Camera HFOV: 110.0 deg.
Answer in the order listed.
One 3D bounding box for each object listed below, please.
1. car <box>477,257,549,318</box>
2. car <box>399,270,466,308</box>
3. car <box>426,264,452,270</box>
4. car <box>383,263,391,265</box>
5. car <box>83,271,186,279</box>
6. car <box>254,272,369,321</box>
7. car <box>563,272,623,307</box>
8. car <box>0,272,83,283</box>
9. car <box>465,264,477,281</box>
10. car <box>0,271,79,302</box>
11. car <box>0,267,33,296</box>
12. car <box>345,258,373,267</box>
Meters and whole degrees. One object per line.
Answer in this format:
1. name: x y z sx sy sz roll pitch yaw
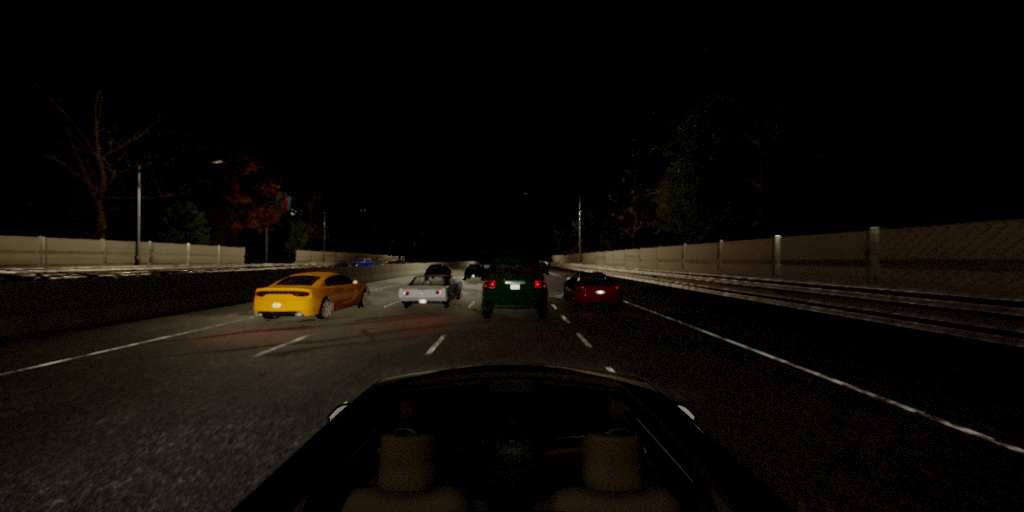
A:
1. car: 0.097 1.063 13.638 2.150 2.045 5.566 0 0 0
2. car: -3.400 1.459 15.904 1.895 1.301 4.718 0 0 0
3. car: -6.900 1.504 33.861 1.837 1.490 4.892 0 0 0
4. car: -21.021 1.813 59.972 1.895 1.301 4.718 0 0 0
5. car: -17.599 1.437 17.739 1.994 1.385 4.181 0 0 0
6. car: -6.898 1.314 12.988 1.882 1.535 5.008 0 0 0
7. car: 3.499 1.424 16.182 1.994 1.385 4.181 0 0 0
8. car: -21.100 1.473 17.629 1.895 1.301 4.718 0 0 0
9. car: -3.400 1.504 33.865 1.837 1.490 4.892 0 0 0
10. car: -24.600 1.470 17.233 1.895 1.301 4.718 0 0 0
11. car: -28.100 1.364 17.762 2.128 1.511 4.902 0 0 0
12. car: -24.528 1.423 58.482 2.150 2.045 5.566 0 -1 1
